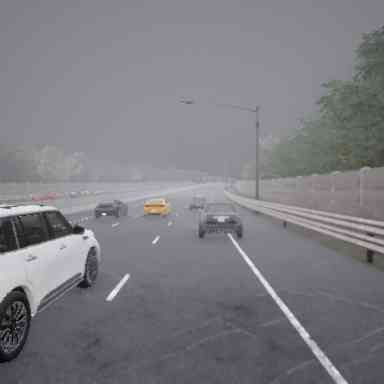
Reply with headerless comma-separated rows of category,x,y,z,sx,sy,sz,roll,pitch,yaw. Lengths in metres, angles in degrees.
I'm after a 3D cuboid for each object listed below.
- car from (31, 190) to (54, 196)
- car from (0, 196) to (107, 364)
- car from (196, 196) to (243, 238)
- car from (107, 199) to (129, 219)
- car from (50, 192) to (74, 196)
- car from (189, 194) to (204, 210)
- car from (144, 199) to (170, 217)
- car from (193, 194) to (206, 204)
car,-23.351,0.766,51.976,2.150,2.045,5.566,0,1,3
car,-3.402,1.220,5.977,2.150,2.045,5.566,0,0,0
car,1.372,1.279,17.368,2.097,1.767,4.553,0,0,1
car,-6.554,1.372,27.464,1.837,1.490,4.892,0,1,1
car,-19.831,1.081,52.550,2.033,1.411,5.357,0,1,3
car,0.733,1.326,39.188,1.994,1.385,4.181,0,1,3
car,-3.009,1.333,29.370,1.882,1.535,5.008,0,0,2
car,1.192,1.062,52.008,1.812,1.442,4.674,0,1,3
